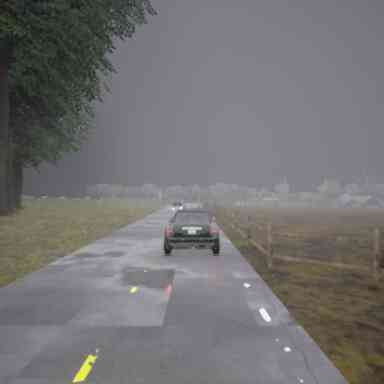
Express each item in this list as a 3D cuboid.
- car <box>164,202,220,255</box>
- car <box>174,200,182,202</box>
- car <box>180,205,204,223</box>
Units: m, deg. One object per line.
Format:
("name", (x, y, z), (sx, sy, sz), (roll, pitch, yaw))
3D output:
("car", (-0.005, 1.479, 14.114), (2.097, 1.767, 4.553), (0, -1, 0))
("car", (-2.794, 2.212, 64.898), (1.895, 1.301, 4.718), (0, -1, 0))
("car", (-0.017, 1.838, 29.154), (1.895, 1.301, 4.718), (0, 0, 0))
